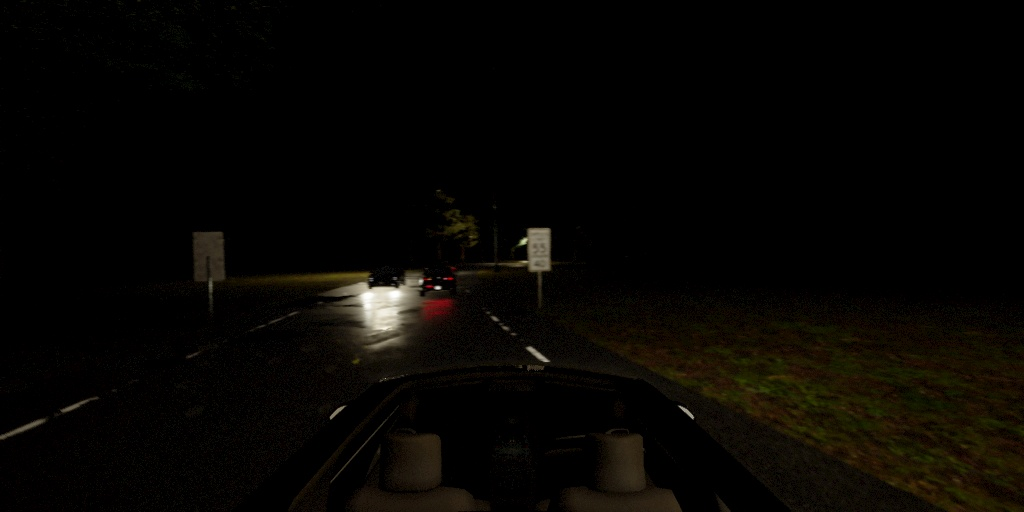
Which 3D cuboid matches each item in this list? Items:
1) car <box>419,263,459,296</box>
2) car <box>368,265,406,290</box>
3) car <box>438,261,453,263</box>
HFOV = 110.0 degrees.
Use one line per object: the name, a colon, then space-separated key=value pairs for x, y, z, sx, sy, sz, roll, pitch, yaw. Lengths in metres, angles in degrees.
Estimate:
car: x=-4.077 y=1.321 z=20.021 sx=1.837 sy=1.490 sz=4.892 roll=-1 pitch=0 yaw=-10
car: x=-8.458 y=1.393 z=24.526 sx=1.882 sy=1.535 sz=5.008 roll=-1 pitch=0 yaw=-9
car: x=-6.532 y=1.238 z=35.736 sx=2.097 sy=1.767 sz=4.553 roll=-1 pitch=0 yaw=-6
